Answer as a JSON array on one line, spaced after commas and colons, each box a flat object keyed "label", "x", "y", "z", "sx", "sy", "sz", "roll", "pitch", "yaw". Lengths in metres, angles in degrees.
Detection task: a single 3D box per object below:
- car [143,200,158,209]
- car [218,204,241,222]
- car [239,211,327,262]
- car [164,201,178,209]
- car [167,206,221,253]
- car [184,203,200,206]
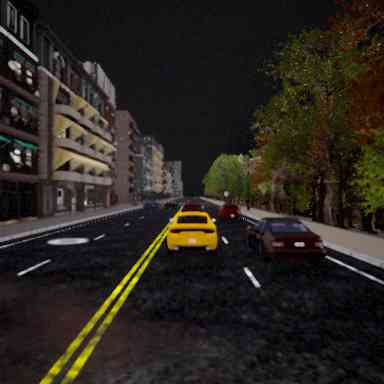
[{"label": "car", "x": -6.590, "y": 1.985, "z": 53.330, "sx": 2.033, "sy": 1.411, "sz": 5.357, "roll": 0, "pitch": 0, "yaw": 0}, {"label": "car", "x": 3.275, "y": 1.760, "z": 28.944, "sx": 1.812, "sy": 1.442, "sz": 4.674, "roll": 0, "pitch": 0, "yaw": 0}, {"label": "car", "x": 3.260, "y": 1.649, "z": 12.569, "sx": 2.033, "sy": 1.411, "sz": 5.357, "roll": 0, "pitch": 0, "yaw": 0}, {"label": "car", "x": -3.345, "y": 2.038, "z": 53.355, "sx": 1.895, "sy": 1.301, "sz": 4.718, "roll": 0, "pitch": 0, "yaw": 0}, {"label": "car", "x": 0.028, "y": 1.593, "z": 14.309, "sx": 1.882, "sy": 1.535, "sz": 5.008, "roll": 0, "pitch": 0, "yaw": 0}, {"label": "car", "x": 0.029, "y": 1.715, "z": 29.309, "sx": 1.882, "sy": 1.535, "sz": 5.008, "roll": 0, "pitch": 0, "yaw": 0}]
